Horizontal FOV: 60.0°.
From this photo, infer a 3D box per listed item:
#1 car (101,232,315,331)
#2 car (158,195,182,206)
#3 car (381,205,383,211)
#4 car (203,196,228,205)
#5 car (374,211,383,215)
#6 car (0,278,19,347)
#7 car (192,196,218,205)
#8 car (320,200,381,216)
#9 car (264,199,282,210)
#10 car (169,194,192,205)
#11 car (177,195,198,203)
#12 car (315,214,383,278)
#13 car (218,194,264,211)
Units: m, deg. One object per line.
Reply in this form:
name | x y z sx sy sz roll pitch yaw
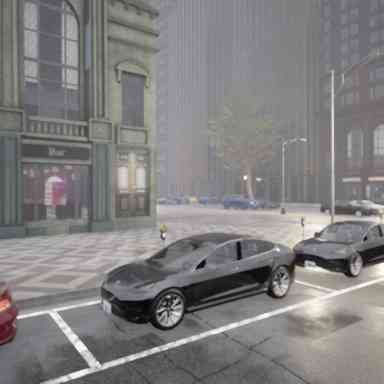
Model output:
car | 0.339 1.564 6.882 4.313 1.339 1.947 0 0 -35
car | -4.314 1.674 58.538 1.812 1.442 4.674 0 0 -35
car | 17.392 1.564 33.571 1.812 1.442 4.674 0 0 -33
car | 4.397 1.570 63.188 1.882 1.535 5.008 0 0 -35
car | 9.529 1.544 13.411 4.403 1.369 2.008 0 0 -35
car | -4.256 1.583 3.617 4.206 1.307 1.802 0 0 -35
car | 2.743 1.583 59.925 1.882 1.535 5.008 0 0 -35
car | 14.745 1.533 31.680 1.882 1.535 5.008 0 0 -37
car | 9.474 1.623 44.669 2.033 1.411 5.357 0 0 -36
car | -2.578 1.354 61.721 2.150 2.045 5.566 0 0 -35
car | -0.957 1.448 70.642 1.882 1.535 5.008 0 0 -36
car | 4.934 1.561 10.146 4.313 1.339 1.947 0 0 -35
car | 6.307 1.319 43.510 2.150 2.045 5.566 0 0 -35
